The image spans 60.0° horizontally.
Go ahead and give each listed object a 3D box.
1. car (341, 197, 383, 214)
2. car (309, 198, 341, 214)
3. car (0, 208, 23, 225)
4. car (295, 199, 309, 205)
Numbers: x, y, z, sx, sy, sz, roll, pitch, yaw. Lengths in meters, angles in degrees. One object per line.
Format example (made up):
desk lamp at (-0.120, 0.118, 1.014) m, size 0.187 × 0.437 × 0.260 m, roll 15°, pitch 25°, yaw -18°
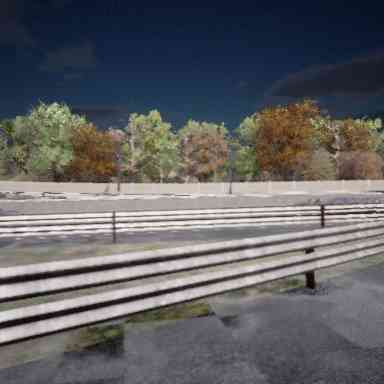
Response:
car at (13.269, 1.071, 22.813) m, size 4.902 × 1.511 × 2.128 m, roll -1°, pitch 0°, yaw -11°
car at (12.475, 1.116, 26.226) m, size 5.357 × 1.411 × 2.033 m, roll -1°, pitch 0°, yaw -11°
car at (-14.925, 1.683, 24.410) m, size 4.674 × 1.442 × 1.812 m, roll -1°, pitch 0°, yaw -11°
car at (11.734, 1.158, 29.649) m, size 4.718 × 1.301 × 1.895 m, roll -1°, pitch 0°, yaw -11°
